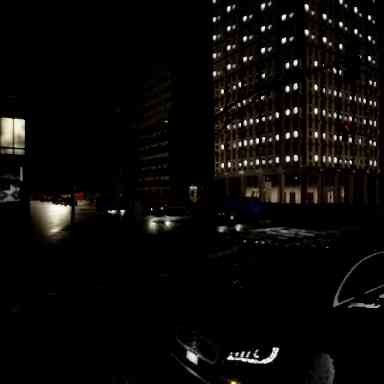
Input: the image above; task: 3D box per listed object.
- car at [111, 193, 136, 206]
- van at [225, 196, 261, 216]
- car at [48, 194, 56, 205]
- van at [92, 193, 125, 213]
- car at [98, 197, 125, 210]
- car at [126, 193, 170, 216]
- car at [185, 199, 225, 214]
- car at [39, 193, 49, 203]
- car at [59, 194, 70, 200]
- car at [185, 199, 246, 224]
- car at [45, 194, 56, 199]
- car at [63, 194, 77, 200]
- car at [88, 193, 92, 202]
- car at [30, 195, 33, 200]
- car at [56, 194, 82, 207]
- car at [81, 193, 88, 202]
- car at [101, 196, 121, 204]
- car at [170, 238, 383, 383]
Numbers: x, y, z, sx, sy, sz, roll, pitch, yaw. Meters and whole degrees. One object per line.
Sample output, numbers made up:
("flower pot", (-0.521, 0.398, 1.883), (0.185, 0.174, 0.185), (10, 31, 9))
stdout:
("car", (-11.120, 1.138, 53.455), (2.192, 1.841, 5.009), (0, 0, -34))
("van", (4.481, 1.293, 30.576), (1.690, 1.788, 3.998), (0, 0, -34))
("car", (-21.165, 1.379, 53.352), (2.008, 1.369, 4.403), (0, 0, -34))
("van", (-8.758, 1.273, 34.995), (1.690, 1.788, 3.998), (0, 0, -34))
("car", (-10.115, 1.419, 41.638), (1.812, 1.442, 4.674), (0, 0, -34))
("car", (-4.299, 1.164, 33.012), (2.150, 2.045, 5.566), (0, 0, -34))
("car", (1.304, 1.471, 35.115), (1.887, 1.381, 4.507), (0, 0, -34))
("car", (-27.369, 1.357, 62.532), (1.802, 1.307, 4.206), (0, 0, -34))
("car", (-32.929, 1.163, 85.723), (1.752, 1.417, 4.829), (0, 0, -34))
("car", (1.345, 1.479, 24.665), (2.128, 1.511, 4.902), (0, 0, -34))
("car", (-36.847, 1.152, 86.709), (1.812, 1.442, 4.674), (0, 0, -34))
("car", (-29.732, 1.216, 80.993), (2.008, 1.369, 4.403), (0, 0, -34))
("car", (-17.324, 1.086, 62.635), (2.192, 1.841, 5.009), (0, 0, -34))
("car", (-39.777, 1.251, 80.889), (1.802, 1.307, 4.206), (0, 0, -34))
("car", (-18.064, 1.420, 48.763), (1.947, 1.339, 4.313), (0, 0, -34))
("car", (-20.427, 1.310, 67.225), (1.947, 1.339, 4.313), (0, 0, -34))
("car", (-14.223, 1.342, 58.045), (1.887, 1.381, 4.507), (0, 0, -34))
("car", (1.981, 1.528, 4.971), (4.892, 1.490, 1.837), (0, 0, -35))
